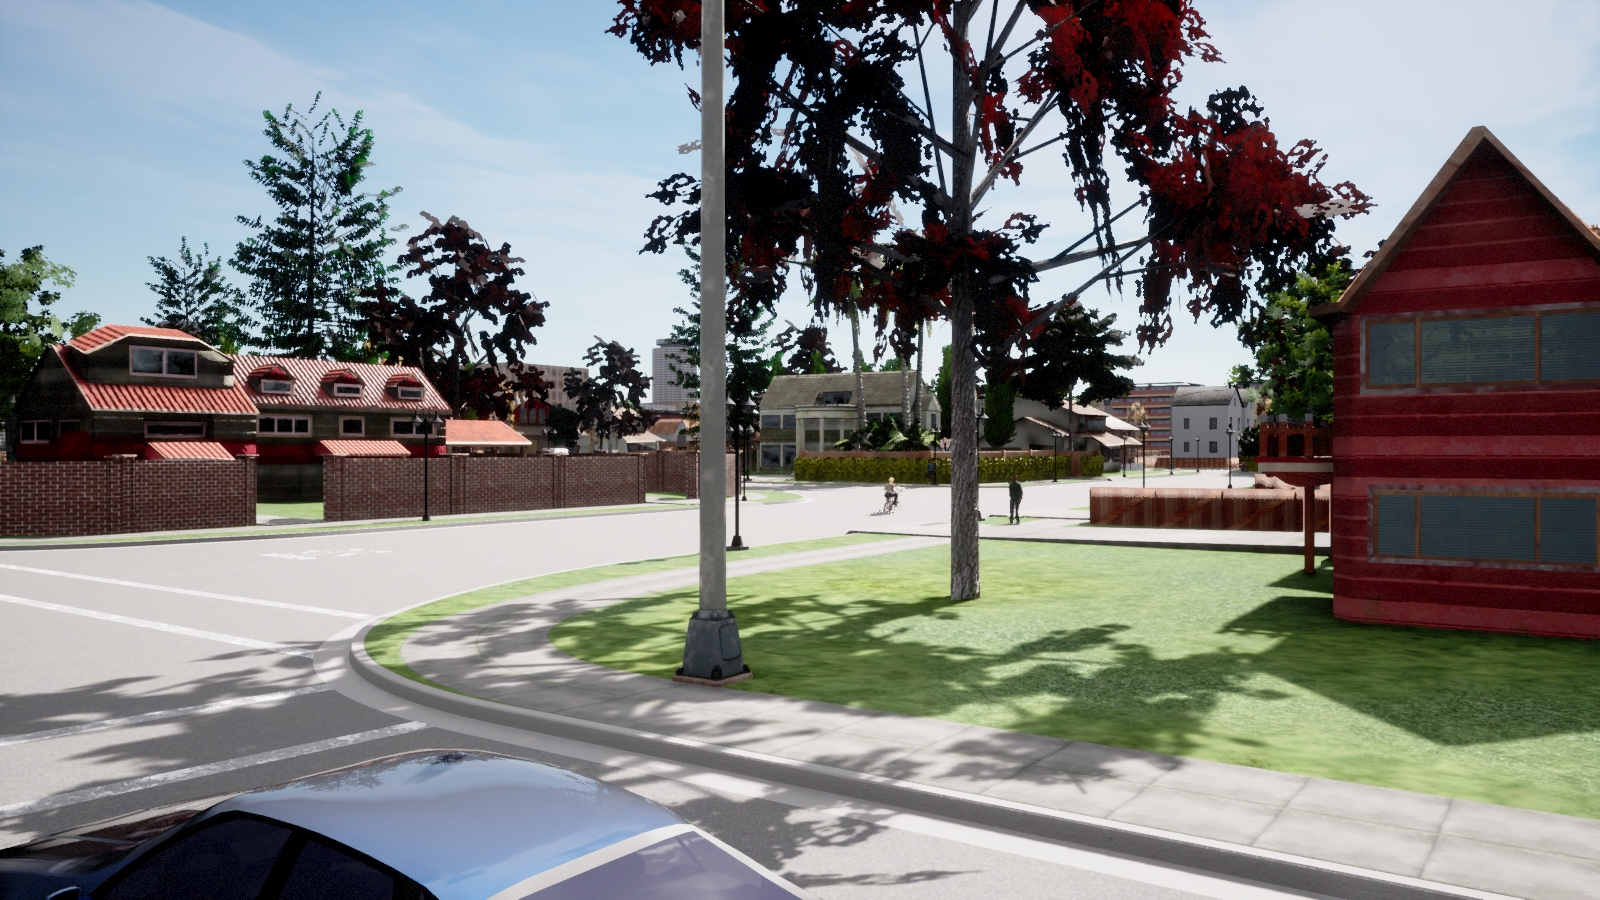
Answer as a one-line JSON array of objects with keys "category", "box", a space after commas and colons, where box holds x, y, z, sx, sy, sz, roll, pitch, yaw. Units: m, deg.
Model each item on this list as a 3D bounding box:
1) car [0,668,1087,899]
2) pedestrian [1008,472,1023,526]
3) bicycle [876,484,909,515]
[{"category": "car", "box": [-1.713, 2.106, 4.943, 5.357, 1.411, 2.033, 0, 0, 36]}, {"category": "pedestrian", "box": [7.549, 1.704, 40.032, 0.375, 1.860, 0.375, 0, 0, 32]}, {"category": "bicycle", "box": [4.063, 2.145, 50.172, 0.859, 1.301, 1.487, 0, 0, 33]}]
